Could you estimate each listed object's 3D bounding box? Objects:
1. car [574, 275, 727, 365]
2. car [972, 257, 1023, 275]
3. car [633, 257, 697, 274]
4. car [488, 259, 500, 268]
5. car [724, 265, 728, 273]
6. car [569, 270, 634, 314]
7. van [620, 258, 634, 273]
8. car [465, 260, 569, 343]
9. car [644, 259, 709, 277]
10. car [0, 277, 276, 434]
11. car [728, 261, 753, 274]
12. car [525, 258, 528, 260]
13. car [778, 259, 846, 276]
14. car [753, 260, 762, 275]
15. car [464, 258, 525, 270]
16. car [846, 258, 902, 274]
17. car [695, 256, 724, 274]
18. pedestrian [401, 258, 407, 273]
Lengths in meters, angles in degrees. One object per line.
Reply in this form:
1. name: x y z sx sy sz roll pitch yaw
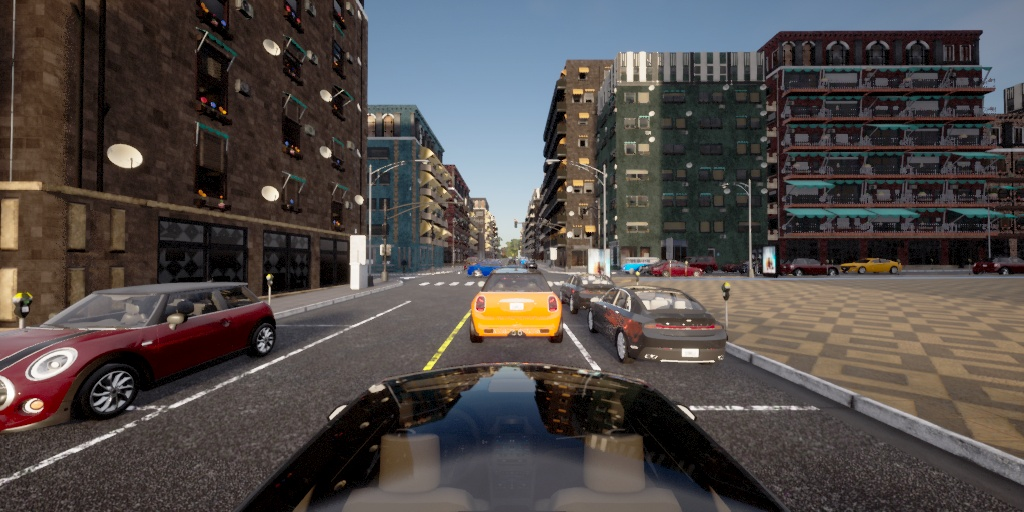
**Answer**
1. car: 2.822 1.302 7.868 2.007 1.370 4.403 0 0 0
2. car: 41.352 0.811 29.856 4.097 1.591 1.967 0 0 0
3. car: 15.210 1.147 35.852 4.902 1.511 2.128 0 -1 0
4. car: -3.064 1.298 60.920 1.812 1.442 4.674 0 0 0
5. car: 24.835 1.165 38.360 4.507 1.381 1.888 0 0 0
6. car: 2.824 1.304 13.438 2.007 1.370 4.403 0 0 0
7. van: 13.780 1.046 38.442 3.998 1.789 1.690 0 0 0
8. car: 0.100 1.104 9.848 2.097 1.767 4.553 0 0 0
9. car: 13.715 1.162 30.062 4.207 1.307 1.802 0 0 0
10. car: -5.818 1.191 5.635 1.967 1.591 4.097 0 0 0
11. car: 25.160 1.127 35.778 5.357 1.411 2.033 0 -1 0
12. car: 2.704 1.334 51.631 1.948 1.339 4.313 0 0 0
13. car: 24.771 0.935 29.980 4.097 1.591 1.967 0 0 0
14. car: 25.181 1.036 32.580 4.892 1.490 1.837 0 -1 0
15. car: -1.615 1.216 32.780 5.008 1.535 1.882 0 -1 0
16. car: 35.609 0.978 35.690 5.008 1.535 1.882 0 -1 0
17. car: 19.307 0.977 38.401 5.009 1.841 2.192 0 0 0
18. pedestrian: -12.518 1.097 41.600 0.375 1.860 0.375 0 0 0
